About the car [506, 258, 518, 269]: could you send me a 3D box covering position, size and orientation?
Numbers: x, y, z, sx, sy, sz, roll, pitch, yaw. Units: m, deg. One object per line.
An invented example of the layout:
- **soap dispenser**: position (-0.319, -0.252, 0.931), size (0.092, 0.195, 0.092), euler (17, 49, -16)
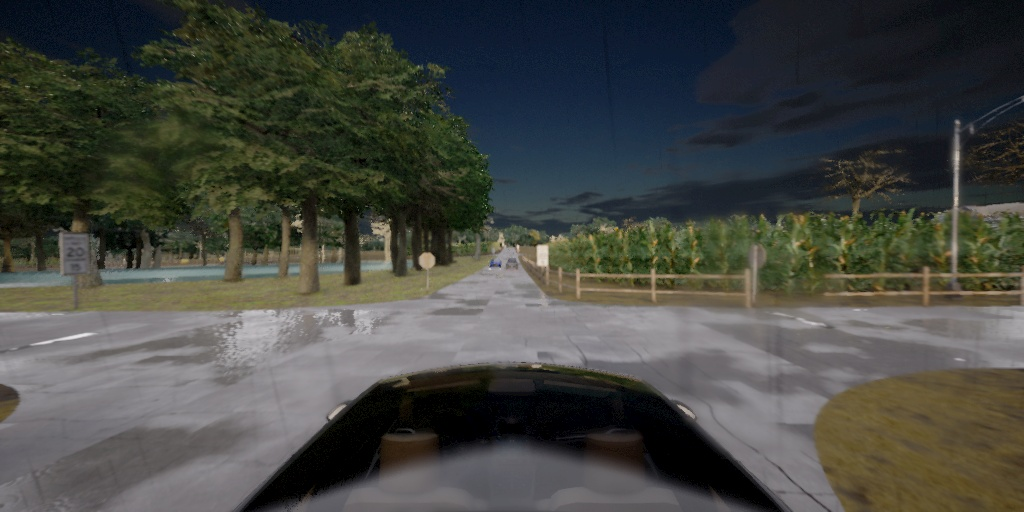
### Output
- **car**: position (0.004, 1.263, 55.516), size (2.128, 1.511, 4.902), euler (0, 1, 0)

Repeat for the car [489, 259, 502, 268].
- **car**: position (-2.745, 1.180, 60.521), size (1.882, 1.535, 5.008), euler (0, 1, 0)
